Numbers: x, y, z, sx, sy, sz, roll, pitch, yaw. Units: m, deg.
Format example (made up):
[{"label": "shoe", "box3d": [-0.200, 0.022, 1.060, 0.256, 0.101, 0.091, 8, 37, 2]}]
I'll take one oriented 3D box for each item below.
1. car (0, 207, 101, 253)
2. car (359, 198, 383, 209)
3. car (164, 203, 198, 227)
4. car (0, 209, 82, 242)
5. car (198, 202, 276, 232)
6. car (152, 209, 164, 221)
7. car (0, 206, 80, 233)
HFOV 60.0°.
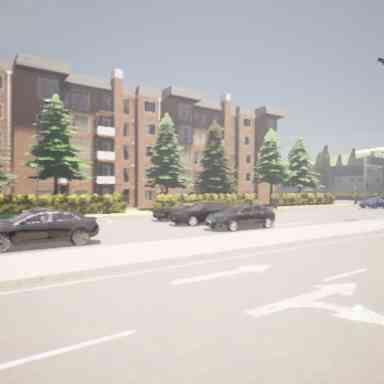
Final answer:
[{"label": "car", "box3d": [-6.260, 1.484, 13.643, 4.902, 1.511, 2.128, 0, 0, -35]}, {"label": "car", "box3d": [23.945, 1.470, 43.859, 4.674, 1.442, 1.812, 0, 0, -36]}, {"label": "car", "box3d": [0.864, 1.456, 22.915, 5.008, 1.535, 1.882, 0, 0, -35]}, {"label": "car", "box3d": [-8.153, 1.590, 16.579, 4.718, 1.301, 1.895, 0, 0, -35]}, {"label": "car", "box3d": [3.023, 1.485, 20.208, 4.892, 1.490, 1.837, 0, 0, -35]}, {"label": "car", "box3d": [-0.736, 1.577, 26.063, 4.718, 1.301, 1.895, 0, 0, -35]}, {"label": "car", "box3d": [-9.368, 1.588, 19.973, 4.718, 1.301, 1.895, 0, 0, -35]}]
